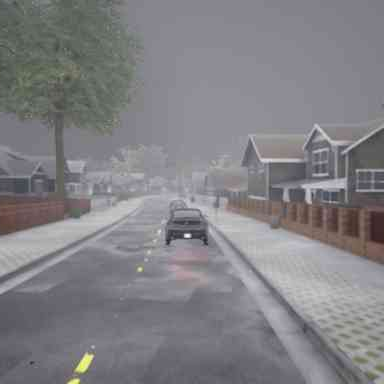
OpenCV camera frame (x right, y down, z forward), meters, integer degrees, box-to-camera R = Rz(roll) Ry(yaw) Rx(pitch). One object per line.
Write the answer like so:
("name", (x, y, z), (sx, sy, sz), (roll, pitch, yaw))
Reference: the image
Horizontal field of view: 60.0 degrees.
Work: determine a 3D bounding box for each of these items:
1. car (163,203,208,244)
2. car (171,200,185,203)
("car", (-0.281, 1.502, 15.795), (1.837, 1.490, 4.892), (0, 0, -2))
("car", (-1.454, 1.546, 34.497), (2.033, 1.411, 5.357), (0, 0, -5))
